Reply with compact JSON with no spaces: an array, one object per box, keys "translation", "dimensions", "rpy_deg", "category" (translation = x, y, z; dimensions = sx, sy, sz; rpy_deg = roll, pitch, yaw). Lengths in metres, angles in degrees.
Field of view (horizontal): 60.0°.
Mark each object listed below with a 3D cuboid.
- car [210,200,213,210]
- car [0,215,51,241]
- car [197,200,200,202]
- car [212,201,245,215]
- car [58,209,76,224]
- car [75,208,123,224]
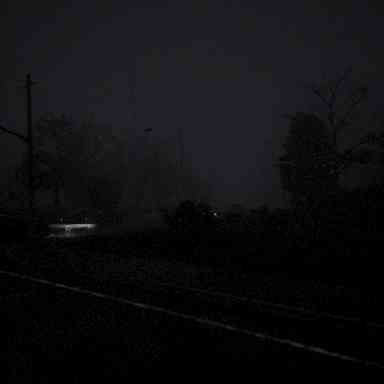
[{"translation":[3.896,2.294,52.795],"dimensions":[2.097,1.767,4.553],"rpy_deg":[-3,-2,32],"category":"car"},{"translation":[-10.183,2.019,18.079],"dimensions":[1.837,1.490,4.892],"rpy_deg":[-3,-2,35],"category":"car"},{"translation":[1.707,2.330,55.871],"dimensions":[2.150,2.045,5.566],"rpy_deg":[-3,-2,33],"category":"car"},{"translation":[4.848,2.047,41.065],"dimensions":[1.882,1.535,5.008],"rpy_deg":[-3,-2,32],"category":"car"},{"translation":[-11.612,2.482,34.892],"dimensions":[1.837,1.490,4.892],"rpy_deg":[-3,-2,33],"category":"car"},{"translation":[-8.826,2.387,32.760],"dimensions":[1.994,1.385,4.181],"rpy_deg":[-3,-2,33],"category":"car"}]
